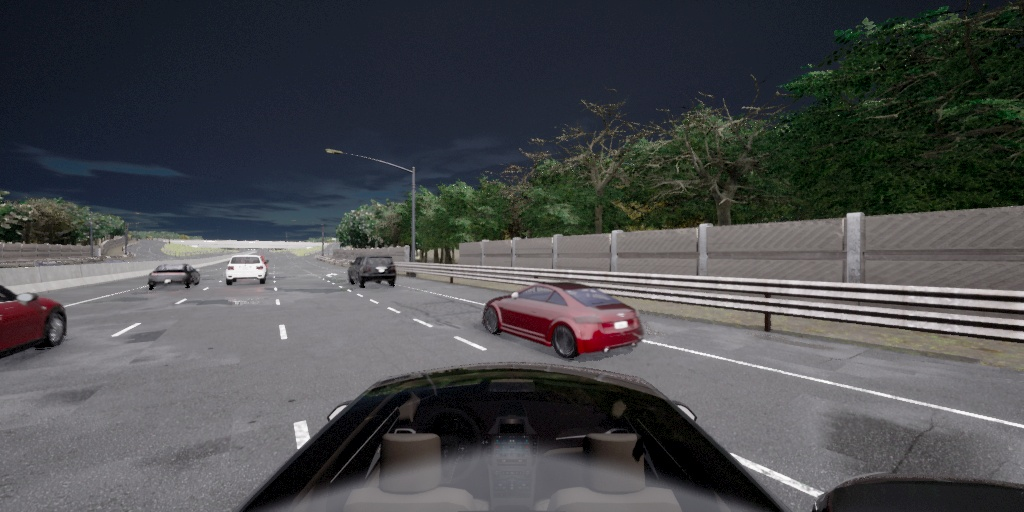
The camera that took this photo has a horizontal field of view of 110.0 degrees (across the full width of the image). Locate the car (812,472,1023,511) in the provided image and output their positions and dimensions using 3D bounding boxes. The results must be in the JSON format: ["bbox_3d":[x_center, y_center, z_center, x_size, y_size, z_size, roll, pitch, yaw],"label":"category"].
[{"bbox_3d":[2.987,1.315,0.391,4.181,1.385,1.994,0,0,34],"label":"car"}]

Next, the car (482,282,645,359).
[{"bbox_3d":[0.990,1.313,8.621,1.994,1.385,4.181,0,0,-34],"label":"car"}]

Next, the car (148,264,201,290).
[{"bbox_3d":[-21.021,1.229,22.461,2.128,1.511,4.902,0,0,-34],"label":"car"}]

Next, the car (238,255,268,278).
[{"bbox_3d":[-25.264,0.947,35.092,2.150,2.045,5.566,0,0,-34],"label":"car"}]

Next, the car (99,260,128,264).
[{"bbox_3d":[-47.330,1.196,42.686,2.128,1.511,4.902,0,0,-33],"label":"car"}]

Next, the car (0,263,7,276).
[{"bbox_3d":[-49.215,1.311,32.820,1.895,1.301,4.718,0,0,-33],"label":"car"}]

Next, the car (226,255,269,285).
[{"bbox_3d":[-19.273,0.957,26.139,2.150,2.045,5.566,0,0,-34],"label":"car"}]

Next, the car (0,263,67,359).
[{"bbox_3d":[-9.949,1.100,6.046,2.097,1.767,4.553,0,0,-34],"label":"car"}]

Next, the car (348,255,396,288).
[{"bbox_3d":[-9.468,0.965,24.095,2.150,2.045,5.566,0,0,-34],"label":"car"}]
